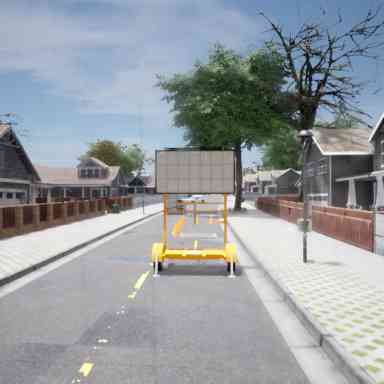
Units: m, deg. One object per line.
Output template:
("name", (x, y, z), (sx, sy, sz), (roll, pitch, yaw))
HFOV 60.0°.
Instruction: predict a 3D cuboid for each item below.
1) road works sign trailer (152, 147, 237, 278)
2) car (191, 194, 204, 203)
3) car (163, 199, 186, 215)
("road works sign trailer", (0.097, 0.457, 10.144), (2.380, 3.560, 2.880), (0, 0, 2))
("car", (1.091, 0.989, 61.872), (2.150, 2.045, 5.566), (0, 0, 6))
("car", (-1.680, 1.441, 32.613), (1.837, 1.490, 4.892), (0, 0, 4))
